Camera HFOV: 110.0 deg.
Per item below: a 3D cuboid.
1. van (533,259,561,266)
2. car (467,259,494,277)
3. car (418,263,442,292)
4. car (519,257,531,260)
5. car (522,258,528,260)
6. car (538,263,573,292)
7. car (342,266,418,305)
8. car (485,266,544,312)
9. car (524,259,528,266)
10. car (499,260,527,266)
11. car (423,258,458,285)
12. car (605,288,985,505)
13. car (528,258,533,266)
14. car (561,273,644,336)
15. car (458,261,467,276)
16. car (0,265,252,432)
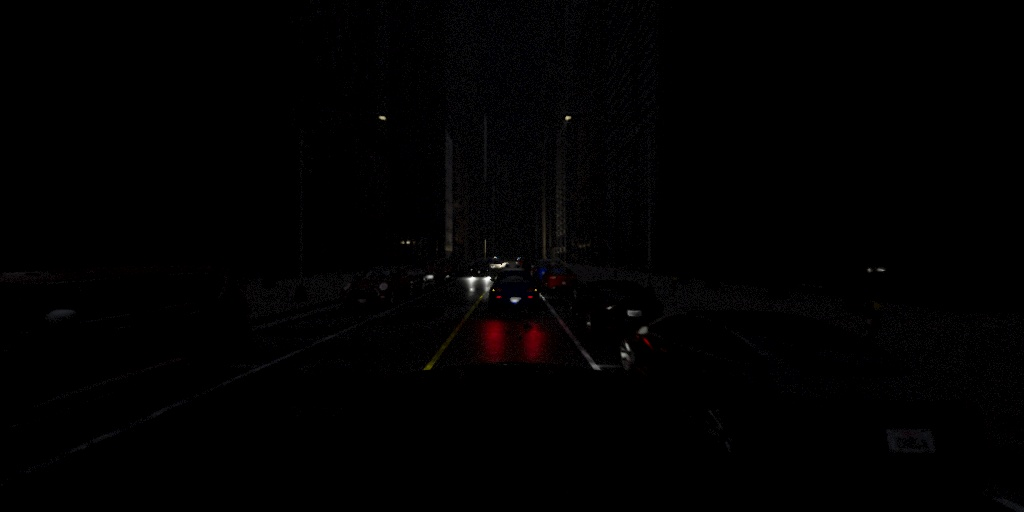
[{"bbox_3d":[2.758,1.122,27.002,1.690,1.789,3.998,0,0,0],"label":"van"},{"bbox_3d":[-3.100,1.300,36.213,1.837,1.490,4.892,0,0,0],"label":"car"},{"bbox_3d":[-5.766,1.324,21.376,2.007,1.370,4.403,0,0,0],"label":"car"},{"bbox_3d":[2.751,1.153,60.655,2.192,1.841,5.009,0,0,0],"label":"car"},{"bbox_3d":[2.752,1.409,55.046,1.802,1.307,4.207,0,0,0],"label":"car"},{"bbox_3d":[2.759,1.319,21.393,1.888,1.381,4.507,0,0,0],"label":"car"},{"bbox_3d":[-5.765,1.206,15.766,1.967,1.591,4.097,0,0,0],"label":"car"},{"bbox_3d":[0.093,1.290,14.262,1.812,1.442,4.674,0,0,0],"label":"car"},{"bbox_3d":[2.755,1.373,43.828,1.948,1.339,4.313,0,0,0],"label":"car"},{"bbox_3d":[0.080,1.310,29.691,1.812,1.442,4.674,0,0,0],"label":"car"},{"bbox_3d":[-5.767,1.095,26.985,2.192,1.841,5.009,0,0,0],"label":"car"},{"bbox_3d":[2.763,1.319,4.565,1.948,1.339,4.313,0,0,0],"label":"car"},{"bbox_3d":[2.757,1.229,32.610,1.967,1.591,4.097,0,0,0],"label":"car"},{"bbox_3d":[2.762,1.325,10.174,1.948,1.339,4.313,0,0,0],"label":"car"},{"bbox_3d":[-5.769,1.363,38.204,1.948,1.339,4.313,0,0,0],"label":"car"},{"bbox_3d":[-5.762,1.067,4.547,2.192,1.841,5.009,0,0,0],"label":"car"}]
